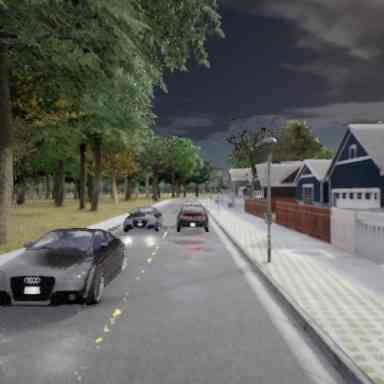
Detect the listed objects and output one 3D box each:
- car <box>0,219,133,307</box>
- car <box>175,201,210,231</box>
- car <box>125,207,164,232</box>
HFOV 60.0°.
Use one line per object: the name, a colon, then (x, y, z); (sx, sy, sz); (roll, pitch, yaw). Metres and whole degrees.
car: (-2.845, 1.572, 7.925); (1.994, 1.385, 4.181); (0, 0, 0)
car: (0.037, 1.519, 20.401); (1.837, 1.490, 4.892); (0, 0, 0)
car: (-2.812, 1.581, 20.046); (1.994, 1.385, 4.181); (0, 0, 0)
